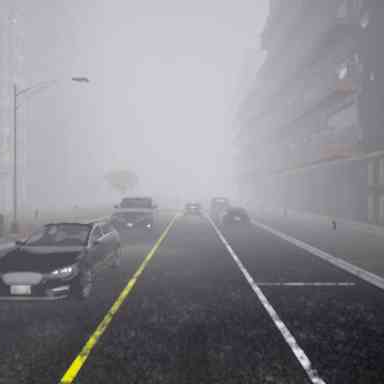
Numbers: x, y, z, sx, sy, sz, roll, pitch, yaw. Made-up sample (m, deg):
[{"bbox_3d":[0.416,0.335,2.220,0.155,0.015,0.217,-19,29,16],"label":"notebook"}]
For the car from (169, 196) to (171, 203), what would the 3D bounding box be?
[{"bbox_3d":[-5.699,1.695,65.896,1.887,1.381,4.507,0,0,0],"label":"car"}]

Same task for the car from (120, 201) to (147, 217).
[{"bbox_3d":[-5.696,1.628,32.760,1.947,1.339,4.313,0,0,0],"label":"car"}]

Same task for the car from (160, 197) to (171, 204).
[{"bbox_3d":[-5.700,1.733,71.419,1.947,1.339,4.313,0,0,0],"label":"car"}]

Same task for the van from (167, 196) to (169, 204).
[{"bbox_3d":[-5.699,1.475,60.374,1.690,1.788,3.998,0,0,0],"label":"van"}]

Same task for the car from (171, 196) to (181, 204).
[{"bbox_3d":[-3.011,1.688,67.129,1.837,1.490,4.892,0,0,0],"label":"car"}]

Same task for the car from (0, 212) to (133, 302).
[{"bbox_3d":[-3.096,1.506,8.474,2.128,1.511,4.902,0,0,0],"label":"car"}]

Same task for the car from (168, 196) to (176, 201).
[{"bbox_3d":[-5.703,1.793,93.510,2.008,1.369,4.403,0,0,0],"label":"car"}]

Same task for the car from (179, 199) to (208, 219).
[{"bbox_3d":[0.089,1.603,29.861,2.033,1.411,5.357,0,0,0],"label":"car"}]

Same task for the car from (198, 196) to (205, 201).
[{"bbox_3d":[2.678,1.787,93.510,1.887,1.381,4.507,0,0,0],"label":"car"}]

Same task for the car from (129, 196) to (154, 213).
[{"bbox_3d":[-5.697,1.390,38.282,2.192,1.841,5.009,0,0,0],"label":"car"}]

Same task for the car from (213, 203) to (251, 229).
[{"bbox_3d":[2.687,1.604,21.714,1.947,1.339,4.313,0,0,0],"label":"car"}]

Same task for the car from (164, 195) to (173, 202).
[{"bbox_3d":[-5.702,1.643,82.466,1.967,1.590,4.097,0,0,0],"label":"car"}]

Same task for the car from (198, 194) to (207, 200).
[{"bbox_3d":[2.681,1.717,71.420,2.008,1.369,4.403,0,0,0],"label":"car"}]

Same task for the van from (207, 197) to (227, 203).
[{"bbox_3d":[2.685,1.403,32.761,1.690,1.788,3.998,0,0,0],"label":"van"}]

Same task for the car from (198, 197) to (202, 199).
[{"bbox_3d":[0.035,1.689,43.075,1.895,1.301,4.718,0,0,1],"label":"car"}]

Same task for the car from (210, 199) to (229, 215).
[{"bbox_3d":[2.686,1.575,27.407,1.752,1.417,4.829,0,0,0],"label":"car"}]

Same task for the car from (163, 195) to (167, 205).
[{"bbox_3d":[-5.698,1.670,54.851,2.008,1.369,4.403,0,0,0],"label":"car"}]

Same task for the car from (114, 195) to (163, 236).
[{"bbox_3d":[-3.087,1.255,19.052,2.150,2.045,5.566,0,0,-1],"label":"car"}]
